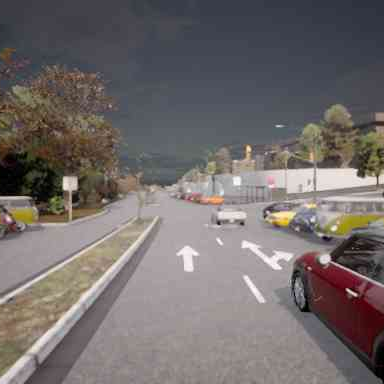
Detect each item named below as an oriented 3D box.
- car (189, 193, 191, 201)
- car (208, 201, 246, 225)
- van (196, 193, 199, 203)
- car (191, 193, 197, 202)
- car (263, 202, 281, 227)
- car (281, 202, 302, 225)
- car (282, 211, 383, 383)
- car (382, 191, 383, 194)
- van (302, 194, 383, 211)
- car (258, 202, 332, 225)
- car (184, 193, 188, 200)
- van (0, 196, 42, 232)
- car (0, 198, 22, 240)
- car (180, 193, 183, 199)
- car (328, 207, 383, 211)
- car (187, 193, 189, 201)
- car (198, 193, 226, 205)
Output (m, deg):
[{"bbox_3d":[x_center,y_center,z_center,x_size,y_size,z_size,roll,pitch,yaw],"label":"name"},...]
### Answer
[{"bbox_3d":[3.032,1.317,70.510,5.566,2.045,2.435,0,0,-28],"label":"car"},{"bbox_3d":[2.459,1.569,23.538,1.895,1.301,4.718,0,0,-3],"label":"car"},{"bbox_3d":[3.705,1.359,64.471,4.442,1.987,1.878,0,0,-28],"label":"van"},{"bbox_3d":[3.390,1.325,67.494,5.566,2.045,2.435,1,0,-28],"label":"car"},{"bbox_3d":[7.124,1.442,20.739,5.366,1.575,1.946,1,0,-23],"label":"car"},{"bbox_3d":[7.449,1.327,17.804,4.553,1.767,2.185,1,0,-22],"label":"car"},{"bbox_3d":[3.028,1.345,4.782,2.097,1.767,4.553,0,0,0],"label":"car"},{"bbox_3d":[22.594,0.166,35.196,2.002,1.452,4.674,-6,4,-27],"label":"car"},{"bbox_3d":[7.418,1.230,14.728,4.442,1.987,1.878,1,0,-22],"label":"van"},{"bbox_3d":[7.340,1.479,23.793,4.792,1.488,2.163,1,0,-23],"label":"car"},{"bbox_3d":[1.787,1.291,79.437,5.566,2.045,2.435,0,0,-28],"label":"car"},{"bbox_3d":[-10.834,1.256,18.574,4.442,1.987,1.878,-1,0,-22],"label":"van"},{"bbox_3d":[-10.793,1.360,15.580,4.553,1.767,2.185,-1,0,-22],"label":"car"},{"bbox_3d":[0.046,1.394,91.294,4.553,1.767,2.185,1,0,-28],"label":"car"},{"bbox_3d":[7.614,1.463,11.755,4.892,1.521,2.231,1,0,-22],"label":"car"},{"bbox_3d":[2.344,1.549,76.537,5.366,1.575,1.946,0,0,-28],"label":"car"},{"bbox_3d":[4.151,1.469,61.527,4.553,1.767,2.185,0,0,-27],"label":"car"}]
